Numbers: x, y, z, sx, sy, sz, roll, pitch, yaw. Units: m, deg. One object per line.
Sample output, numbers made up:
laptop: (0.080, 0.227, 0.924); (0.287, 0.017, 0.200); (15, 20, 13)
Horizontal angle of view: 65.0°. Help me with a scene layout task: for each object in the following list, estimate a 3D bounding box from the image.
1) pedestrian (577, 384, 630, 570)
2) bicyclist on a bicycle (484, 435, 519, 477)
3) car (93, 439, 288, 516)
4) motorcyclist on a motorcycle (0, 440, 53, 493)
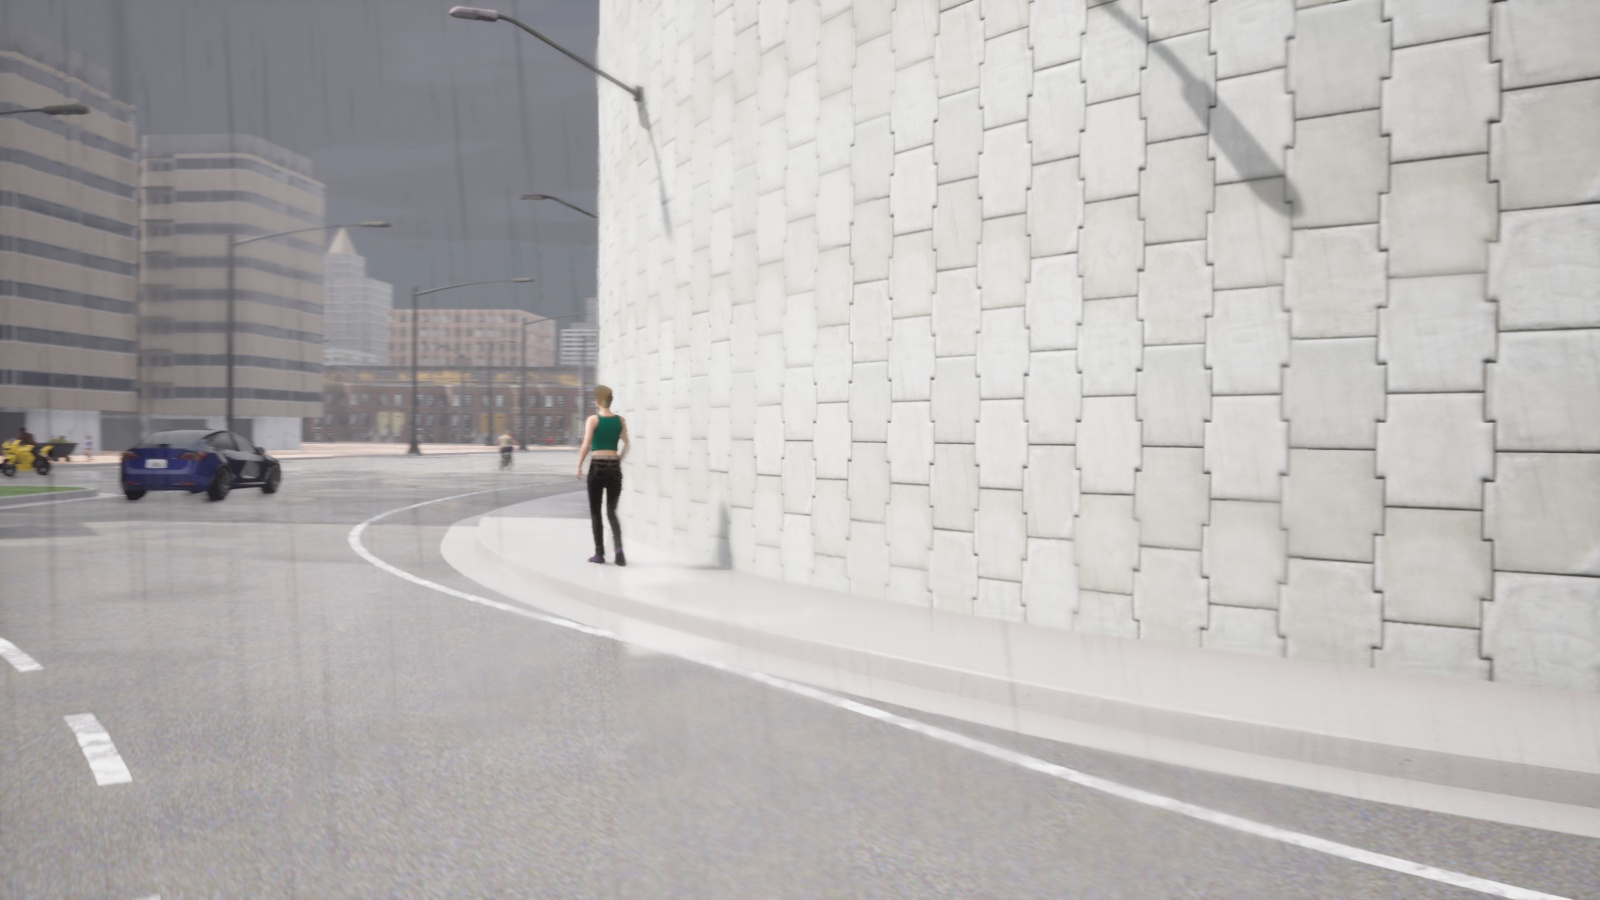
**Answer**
pedestrian: (-1.991, 0.261, 12.675); (0.345, 1.836, 0.594); (-1, 1, -27)
bicyclist on a bicycle: (-11.515, 0.215, 48.475); (0.866, 1.612, 1.509); (0, 1, 7)
car: (-13.096, 0.525, 27.383); (2.163, 1.488, 4.792); (0, 1, -4)
motorcyclist on a motorcycle: (-23.307, 0.472, 37.315); (0.797, 1.523, 2.044); (0, 1, 7)
